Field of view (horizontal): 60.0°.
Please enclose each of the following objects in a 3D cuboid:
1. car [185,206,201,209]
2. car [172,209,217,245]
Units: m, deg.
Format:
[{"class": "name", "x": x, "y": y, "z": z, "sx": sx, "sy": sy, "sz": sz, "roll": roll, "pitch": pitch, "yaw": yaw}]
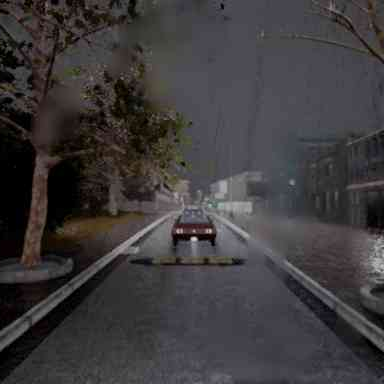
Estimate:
[{"class": "car", "x": 0.111, "y": 2.056, "z": 33.893, "sx": 1.895, "sy": 1.301, "sz": 4.718, "roll": 0, "pitch": -2, "yaw": 0}, {"class": "car", "x": 0.098, "y": 1.673, "z": 15.933, "sx": 1.895, "sy": 1.301, "sz": 4.718, "roll": 0, "pitch": -1, "yaw": 0}]
